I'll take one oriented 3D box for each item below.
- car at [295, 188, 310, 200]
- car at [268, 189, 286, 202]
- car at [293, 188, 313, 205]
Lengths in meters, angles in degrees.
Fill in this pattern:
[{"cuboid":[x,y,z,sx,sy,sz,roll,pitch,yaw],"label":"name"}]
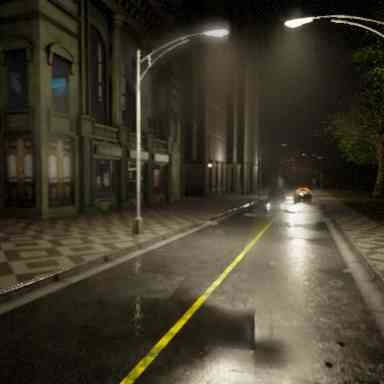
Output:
[{"cuboid":[15.499,0.244,46.440,1.882,1.535,5.008,1,2,19],"label":"car"},{"cuboid":[10.557,0.373,41.290,1.882,1.535,5.008,1,2,19],"label":"car"},{"cuboid":[12.104,0.565,36.392,2.128,1.511,4.902,1,2,20],"label":"car"}]
